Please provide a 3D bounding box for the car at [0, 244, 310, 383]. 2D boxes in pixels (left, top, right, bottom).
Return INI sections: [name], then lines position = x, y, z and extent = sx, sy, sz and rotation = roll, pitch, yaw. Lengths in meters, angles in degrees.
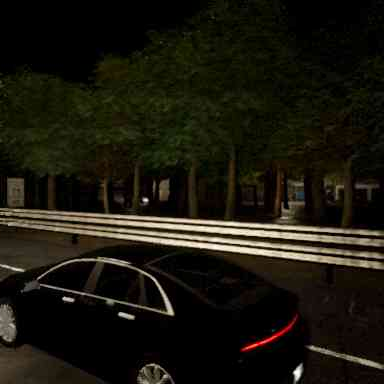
[car]
position = -0.935, 1.500, 4.653
extent = 4.892, 1.490, 1.837
rotation = 0, 0, 35
